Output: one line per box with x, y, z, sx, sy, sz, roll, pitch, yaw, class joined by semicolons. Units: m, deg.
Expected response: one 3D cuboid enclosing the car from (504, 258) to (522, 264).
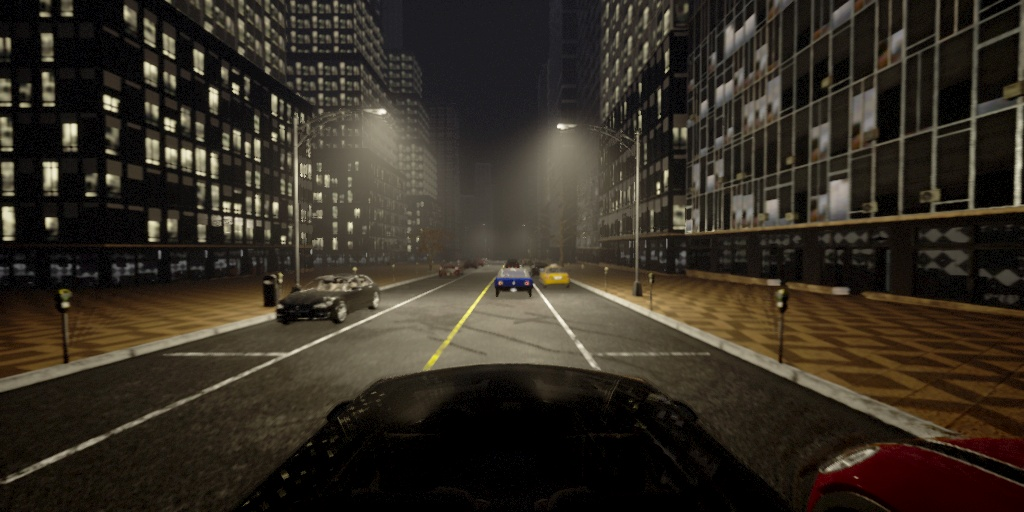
0.064;1.145;47.639;1.837;1.490;4.892;0;0;0;car

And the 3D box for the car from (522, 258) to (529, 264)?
2.644;1.137;62.482;1.751;1.417;4.829;0;0;0;car

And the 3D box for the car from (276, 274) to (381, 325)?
-5.696;1.276;11.682;2.007;1.370;4.403;0;0;0;car

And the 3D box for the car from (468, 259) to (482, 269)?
-5.728;1.181;51.057;1.888;1.381;4.507;0;0;0;car

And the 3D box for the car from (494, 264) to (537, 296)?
0.083;1.306;19.013;1.895;1.301;4.718;0;0;0;car

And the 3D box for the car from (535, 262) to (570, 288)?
2.676;1.220;23.110;1.751;1.417;4.829;0;0;0;car

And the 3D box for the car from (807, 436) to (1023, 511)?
2.694;1.192;0.439;1.967;1.591;4.097;0;0;0;car

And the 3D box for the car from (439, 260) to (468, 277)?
-5.715;1.111;34.182;1.967;1.591;4.097;0;0;0;car

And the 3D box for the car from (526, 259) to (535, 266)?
2.667;1.234;34.188;1.948;1.339;4.313;0;0;0;car

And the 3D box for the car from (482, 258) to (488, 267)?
-5.737;1.196;62.306;1.802;1.307;4.207;0;0;0;car
